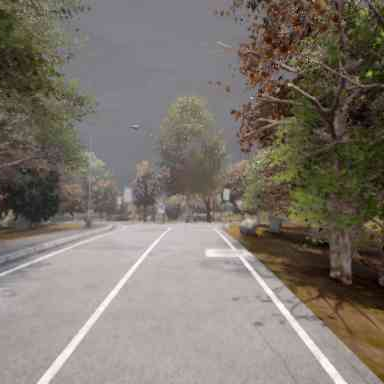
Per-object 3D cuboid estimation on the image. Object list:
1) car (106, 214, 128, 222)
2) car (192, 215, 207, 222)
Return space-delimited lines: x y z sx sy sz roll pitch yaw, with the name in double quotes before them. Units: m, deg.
"car" -15.493 5.341 68.829 2.097 1.767 4.553 -4 -5 40
"car" 0.924 5.932 73.918 4.892 1.490 1.837 0 -5 12
